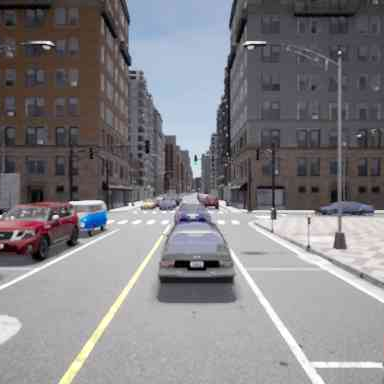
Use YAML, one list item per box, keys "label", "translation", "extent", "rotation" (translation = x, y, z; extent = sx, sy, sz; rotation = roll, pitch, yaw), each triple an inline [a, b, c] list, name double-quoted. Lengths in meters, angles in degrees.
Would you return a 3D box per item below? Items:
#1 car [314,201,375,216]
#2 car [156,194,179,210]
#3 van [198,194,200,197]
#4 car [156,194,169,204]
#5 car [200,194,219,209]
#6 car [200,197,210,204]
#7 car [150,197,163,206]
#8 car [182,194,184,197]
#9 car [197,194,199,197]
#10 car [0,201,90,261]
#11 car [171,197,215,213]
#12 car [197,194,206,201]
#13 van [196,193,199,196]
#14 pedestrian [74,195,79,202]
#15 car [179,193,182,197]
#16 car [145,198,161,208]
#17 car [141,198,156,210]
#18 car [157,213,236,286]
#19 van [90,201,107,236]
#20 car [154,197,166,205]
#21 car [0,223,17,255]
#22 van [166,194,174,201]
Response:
- label: "car"
  translation: [15.019, 1.603, 32.857]
  extent: [5.357, 1.411, 2.033]
  rotation: [0, 0, 1]
- label: "car"
  translation: [-3.162, 1.421, 43.913]
  extent: [2.097, 1.767, 4.553]
  rotation: [0, 0, 0]
- label: "van"
  translation: [2.577, 1.415, 62.288]
  extent: [1.690, 1.788, 3.998]
  rotation: [0, 0, 0]
- label: "car"
  translation: [-5.957, 1.389, 67.952]
  extent: [2.192, 1.841, 5.009]
  rotation: [0, 0, 0]
- label: "car"
  translation: [2.602, 1.385, 45.317]
  extent: [2.192, 1.841, 5.009]
  rotation: [0, 0, 0]
- label: "car"
  translation: [2.568, 1.657, 67.943]
  extent: [1.802, 1.307, 4.206]
  rotation: [0, 0, 0]
- label: "car"
  translation: [-5.940, 1.598, 56.472]
  extent: [1.752, 1.417, 4.829]
  rotation: [0, 0, 0]
- label: "car"
  translation: [-3.140, 1.566, 64.638]
  extent: [2.128, 1.511, 4.902]
  rotation: [0, 0, 0]
- label: "car"
  translation: [2.560, 1.600, 73.770]
  extent: [1.752, 1.417, 4.829]
  rotation: [0, 0, 0]
- label: "car"
  translation: [-5.877, 1.352, 12.675]
  extent: [2.192, 1.841, 5.009]
  rotation: [0, 0, 0]
- label: "car"
  translation: [-0.043, 1.406, 20.246]
  extent: [2.097, 1.767, 4.553]
  rotation: [0, 0, -2]
- label: "car"
  translation: [2.535, 1.387, 90.570]
  extent: [2.192, 1.841, 5.009]
  rotation: [0, 0, 0]
- label: "van"
  translation: [2.543, 1.415, 84.913]
  extent: [1.690, 1.788, 3.998]
  rotation: [0, 0, 0]
- label: "pedestrian"
  translation: [-12.605, 1.202, 36.273]
  extent: [0.375, 1.860, 0.375]
  rotation: [0, 0, 1]
- label: "car"
  translation: [-3.179, 1.295, 54.260]
  extent: [2.150, 2.045, 5.566]
  rotation: [0, 0, 1]
- label: "car"
  translation: [-5.932, 1.638, 50.987]
  extent: [1.947, 1.339, 4.313]
  rotation: [0, 0, 0]
- label: "car"
  translation: [-5.924, 1.595, 45.162]
  extent: [1.752, 1.417, 4.829]
  rotation: [0, 0, 0]
- label: "car"
  translation: [0.088, 1.576, 9.530]
  extent: [2.033, 1.411, 5.357]
  rotation: [0, 0, 0]
- label: "van"
  translation: [-5.885, 1.392, 18.316]
  extent: [1.690, 1.788, 3.998]
  rotation: [0, 0, 0]
- label: "car"
  translation: [-5.949, 1.599, 62.127]
  extent: [1.752, 1.417, 4.829]
  rotation: [0, 0, 0]
- label: "car"
  translation: [-5.868, 1.587, 7.034]
  extent: [1.947, 1.339, 4.313]
  rotation: [0, 0, 0]
- label: "van"
  translation: [-5.990, 1.413, 90.572]
  extent: [1.690, 1.788, 3.998]
  rotation: [0, 0, 0]
